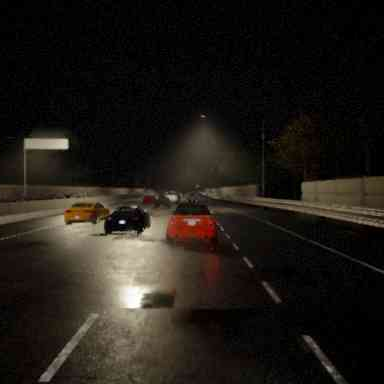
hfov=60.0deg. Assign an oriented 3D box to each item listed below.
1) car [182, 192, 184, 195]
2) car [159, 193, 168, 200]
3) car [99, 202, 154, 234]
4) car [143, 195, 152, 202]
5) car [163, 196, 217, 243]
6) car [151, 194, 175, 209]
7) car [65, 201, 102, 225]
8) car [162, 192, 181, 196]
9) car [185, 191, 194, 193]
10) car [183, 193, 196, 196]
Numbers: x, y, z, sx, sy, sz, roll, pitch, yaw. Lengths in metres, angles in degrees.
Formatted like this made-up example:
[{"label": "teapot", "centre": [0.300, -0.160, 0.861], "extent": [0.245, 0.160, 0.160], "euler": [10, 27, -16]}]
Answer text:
[{"label": "car", "centre": [-3.511, 1.156, 74.720], "extent": [2.128, 1.511, 4.902], "euler": [0, 0, 0]}, {"label": "car", "centre": [-7.012, 1.077, 81.759], "extent": [1.882, 1.535, 5.008], "euler": [0, 0, 0]}, {"label": "car", "centre": [-3.503, 1.466, 18.670], "extent": [1.994, 1.385, 4.181], "euler": [0, 0, 0]}, {"label": "car", "centre": [-7.008, 1.197, 55.696], "extent": [1.882, 1.535, 5.008], "euler": [0, 0, 0]}, {"label": "car", "centre": [-0.003, 1.269, 15.596], "extent": [2.097, 1.767, 4.553], "euler": [0, 0, 0]}, {"label": "car", "centre": [-3.506, 1.298, 40.678], "extent": [1.837, 1.490, 4.892], "euler": [0, 0, 0]}, {"label": "car", "centre": [-7.002, 1.359, 22.711], "extent": [1.882, 1.535, 5.008], "euler": [0, 0, 0]}, {"label": "car", "centre": [-3.506, 0.932, 57.734], "extent": [2.150, 2.045, 5.566], "euler": [0, 0, 0]}, {"label": "car", "centre": [-0.011, 1.147, 76.701], "extent": [2.128, 1.511, 4.902], "euler": [0, 0, 0]}, {"label": "car", "centre": [-0.008, 1.296, 49.632], "extent": [2.033, 1.411, 5.357], "euler": [0, 0, 0]}]
